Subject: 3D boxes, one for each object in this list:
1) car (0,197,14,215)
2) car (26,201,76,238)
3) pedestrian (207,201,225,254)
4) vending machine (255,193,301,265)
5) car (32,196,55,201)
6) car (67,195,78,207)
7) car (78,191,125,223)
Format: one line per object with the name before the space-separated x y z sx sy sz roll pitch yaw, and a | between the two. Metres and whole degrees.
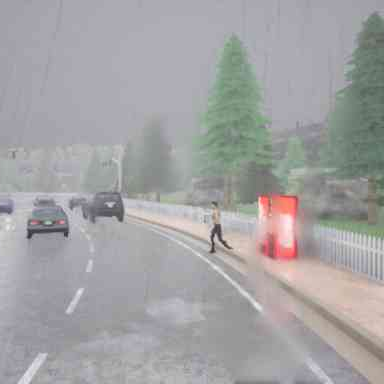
car | -17.156 1.188 29.839 1.882 1.535 5.008 0 0 -25
car | -7.290 1.382 16.800 2.033 1.411 5.357 0 1 -24
pedestrian | 0.808 1.180 11.328 0.375 1.860 0.375 0 1 -15
vending machine | 2.659 1.090 10.378 1.100 2.100 0.880 0 1 -13
car | -14.334 1.190 32.127 1.837 1.490 4.892 0 0 -27
car | -12.668 1.142 36.963 1.837 1.490 4.892 0 0 -24
car | -6.383 0.981 23.591 2.150 2.045 5.566 0 0 -26
